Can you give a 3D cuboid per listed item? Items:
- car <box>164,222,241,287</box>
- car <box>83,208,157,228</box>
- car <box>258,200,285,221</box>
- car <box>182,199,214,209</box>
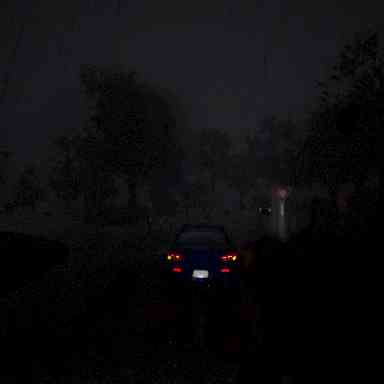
[{"bbox_3d":[0.322,1.580,9.366,1.812,1.442,4.674,0,0,3],"label":"car"},{"bbox_3d":[-4.748,1.730,22.498,4.718,1.301,1.895,0,0,-1],"label":"car"},{"bbox_3d":[7.022,1.520,29.212,2.097,1.767,4.553,0,0,17],"label":"car"},{"bbox_3d":[0.840,1.758,48.789,5.008,1.535,1.882,0,-1,33],"label":"car"}]
